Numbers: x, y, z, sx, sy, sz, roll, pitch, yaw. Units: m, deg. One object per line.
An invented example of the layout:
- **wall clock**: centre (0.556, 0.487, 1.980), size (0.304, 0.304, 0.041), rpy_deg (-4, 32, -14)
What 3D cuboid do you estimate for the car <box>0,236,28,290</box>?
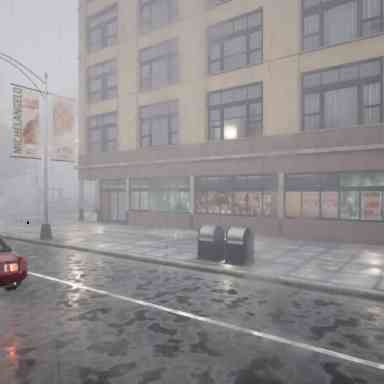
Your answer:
- **car**: centre (-5.678, 1.601, 8.136), size (1.895, 1.301, 4.718), rpy_deg (0, 0, -42)
